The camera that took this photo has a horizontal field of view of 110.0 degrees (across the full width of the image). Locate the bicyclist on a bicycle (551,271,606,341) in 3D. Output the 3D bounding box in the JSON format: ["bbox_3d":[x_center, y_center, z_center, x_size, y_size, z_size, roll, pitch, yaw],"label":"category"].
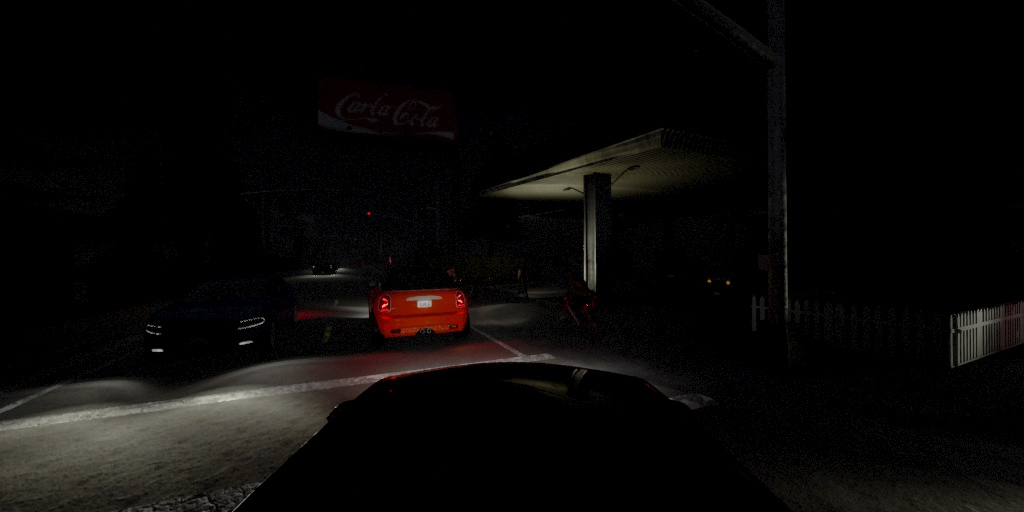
[{"bbox_3d":[1.595,1.191,8.781,0.582,1.620,1.656,3,-2,-43],"label":"bicyclist on a bicycle"}]

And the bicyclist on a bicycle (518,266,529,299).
[{"bbox_3d":[0.558,1.304,17.977,0.582,1.620,1.656,0,0,15],"label":"bicyclist on a bicycle"}]

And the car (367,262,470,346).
[{"bbox_3d":[-2.663,1.031,9.509,2.097,1.767,4.553,0,0,-23],"label":"car"}]

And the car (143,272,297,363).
[{"bbox_3d":[-6.361,1.180,8.388,1.882,1.535,5.008,0,0,-24],"label":"car"}]

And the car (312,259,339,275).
[{"bbox_3d":[-20.636,1.145,39.449,2.097,1.767,4.553,0,0,-24],"label":"car"}]

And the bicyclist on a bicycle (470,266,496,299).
[{"bbox_3d":[-1.549,1.308,17.834,1.656,1.620,0.582,1,0,-22],"label":"bicyclist on a bicycle"}]

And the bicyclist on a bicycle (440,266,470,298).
[{"bbox_3d":[-2.838,1.280,16.435,1.656,1.620,0.582,1,0,36],"label":"bicyclist on a bicycle"}]
